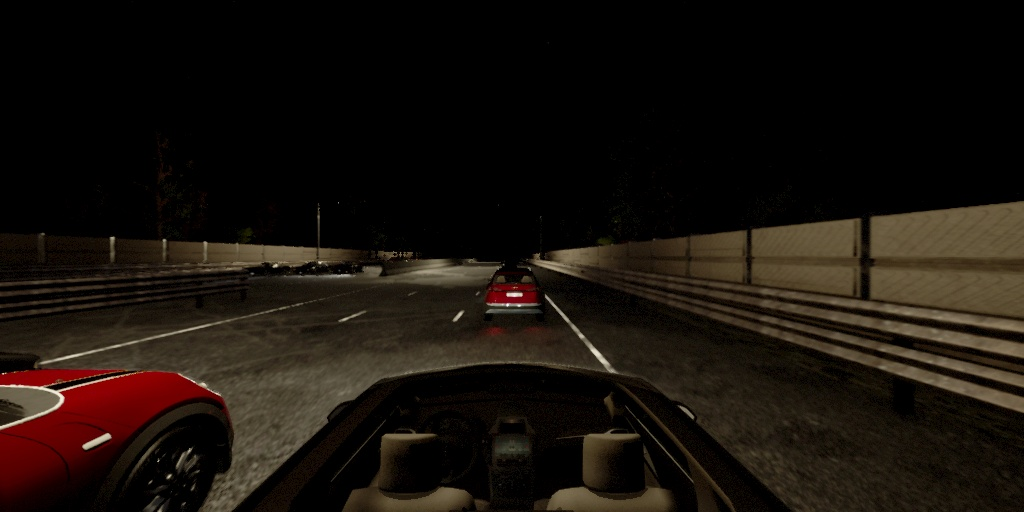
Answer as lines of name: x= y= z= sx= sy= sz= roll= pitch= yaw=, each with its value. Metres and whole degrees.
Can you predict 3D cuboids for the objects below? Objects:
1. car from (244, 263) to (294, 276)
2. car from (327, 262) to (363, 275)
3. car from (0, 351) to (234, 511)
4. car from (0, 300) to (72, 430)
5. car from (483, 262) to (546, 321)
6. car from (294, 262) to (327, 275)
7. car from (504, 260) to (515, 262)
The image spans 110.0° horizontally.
car: x=-24.867 y=1.362 z=36.549 sx=1.895 sy=1.301 sz=4.718 roll=0 pitch=0 yaw=-1
car: x=-17.899 y=1.325 z=39.160 sx=1.994 sy=1.385 sz=4.181 roll=0 pitch=0 yaw=-1
car: x=-3.406 y=1.103 z=1.141 sx=2.097 sy=1.767 sz=4.553 roll=0 pitch=0 yaw=0
car: x=-6.901 y=1.299 z=2.118 sx=2.033 sy=1.411 sz=5.357 roll=0 pitch=0 yaw=0
car: x=0.063 y=1.183 z=12.583 sx=2.033 sy=1.649 sz=4.856 roll=0 pitch=0 yaw=0
car: x=-21.397 y=1.309 z=38.893 sx=2.033 sy=1.411 sz=5.357 roll=0 pitch=0 yaw=-1
car: x=-0.269 y=1.267 z=43.151 sx=1.837 sy=1.490 sz=4.892 roll=0 pitch=0 yaw=-1
